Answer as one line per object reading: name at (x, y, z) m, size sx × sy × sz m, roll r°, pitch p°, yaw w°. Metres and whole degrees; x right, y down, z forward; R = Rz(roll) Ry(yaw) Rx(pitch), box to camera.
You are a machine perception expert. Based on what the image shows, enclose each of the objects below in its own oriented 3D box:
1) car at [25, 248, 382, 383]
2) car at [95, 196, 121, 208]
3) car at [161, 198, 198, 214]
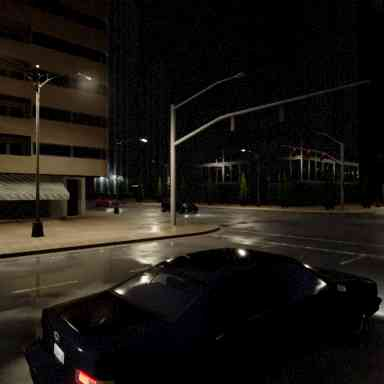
car at (0.696, 1.547, 4.703) m, size 5.357 × 1.411 × 2.033 m, roll 0°, pitch 0°, yaw -39°
car at (-12.058, 1.408, 47.891) m, size 2.097 × 1.767 × 4.553 m, roll 0°, pitch 0°, yaw -42°
car at (-1.373, 1.408, 36.025) m, size 2.097 × 1.767 × 4.553 m, roll 0°, pitch 0°, yaw -42°
